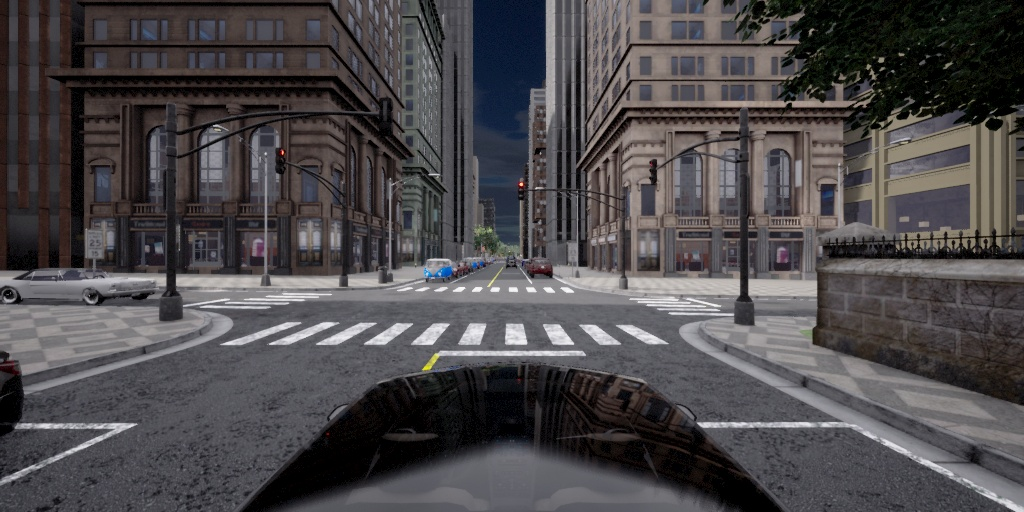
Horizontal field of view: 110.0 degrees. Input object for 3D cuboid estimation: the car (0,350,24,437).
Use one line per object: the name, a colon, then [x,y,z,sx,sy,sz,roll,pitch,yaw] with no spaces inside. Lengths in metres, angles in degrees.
car: [-5.763,1.316,1.777,1.948,1.339,4.313,0,0,0]

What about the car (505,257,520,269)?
car: [-0.063,1.313,59.091,1.837,1.490,4.892,0,0,1]

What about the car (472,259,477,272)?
car: [-5.848,1.351,44.757,1.948,1.339,4.313,0,0,0]

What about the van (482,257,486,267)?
van: [-5.881,1.151,61.081,1.690,1.789,3.998,0,0,0]

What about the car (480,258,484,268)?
car: [-5.870,1.347,55.640,1.888,1.381,4.507,0,0,0]

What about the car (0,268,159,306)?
car: [-16.565,1.120,13.679,4.718,1.301,1.895,1,0,0]

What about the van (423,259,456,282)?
van: [-5.816,1.105,28.434,1.690,1.789,3.998,0,0,0]

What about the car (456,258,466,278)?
car: [-5.826,1.210,33.875,1.967,1.591,4.097,0,0,0]

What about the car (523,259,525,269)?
car: [2.688,1.092,39.341,2.192,1.841,5.009,0,0,0]

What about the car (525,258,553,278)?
car: [2.699,1.085,33.901,2.192,1.841,5.009,0,0,0]

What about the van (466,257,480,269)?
van: [-5.859,1.135,50.198,1.690,1.789,3.998,0,0,0]

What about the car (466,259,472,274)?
car: [-5.837,1.323,39.316,1.888,1.381,4.507,0,0,0]

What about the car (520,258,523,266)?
car: [2.656,1.353,55.663,2.007,1.370,4.403,0,0,0]
